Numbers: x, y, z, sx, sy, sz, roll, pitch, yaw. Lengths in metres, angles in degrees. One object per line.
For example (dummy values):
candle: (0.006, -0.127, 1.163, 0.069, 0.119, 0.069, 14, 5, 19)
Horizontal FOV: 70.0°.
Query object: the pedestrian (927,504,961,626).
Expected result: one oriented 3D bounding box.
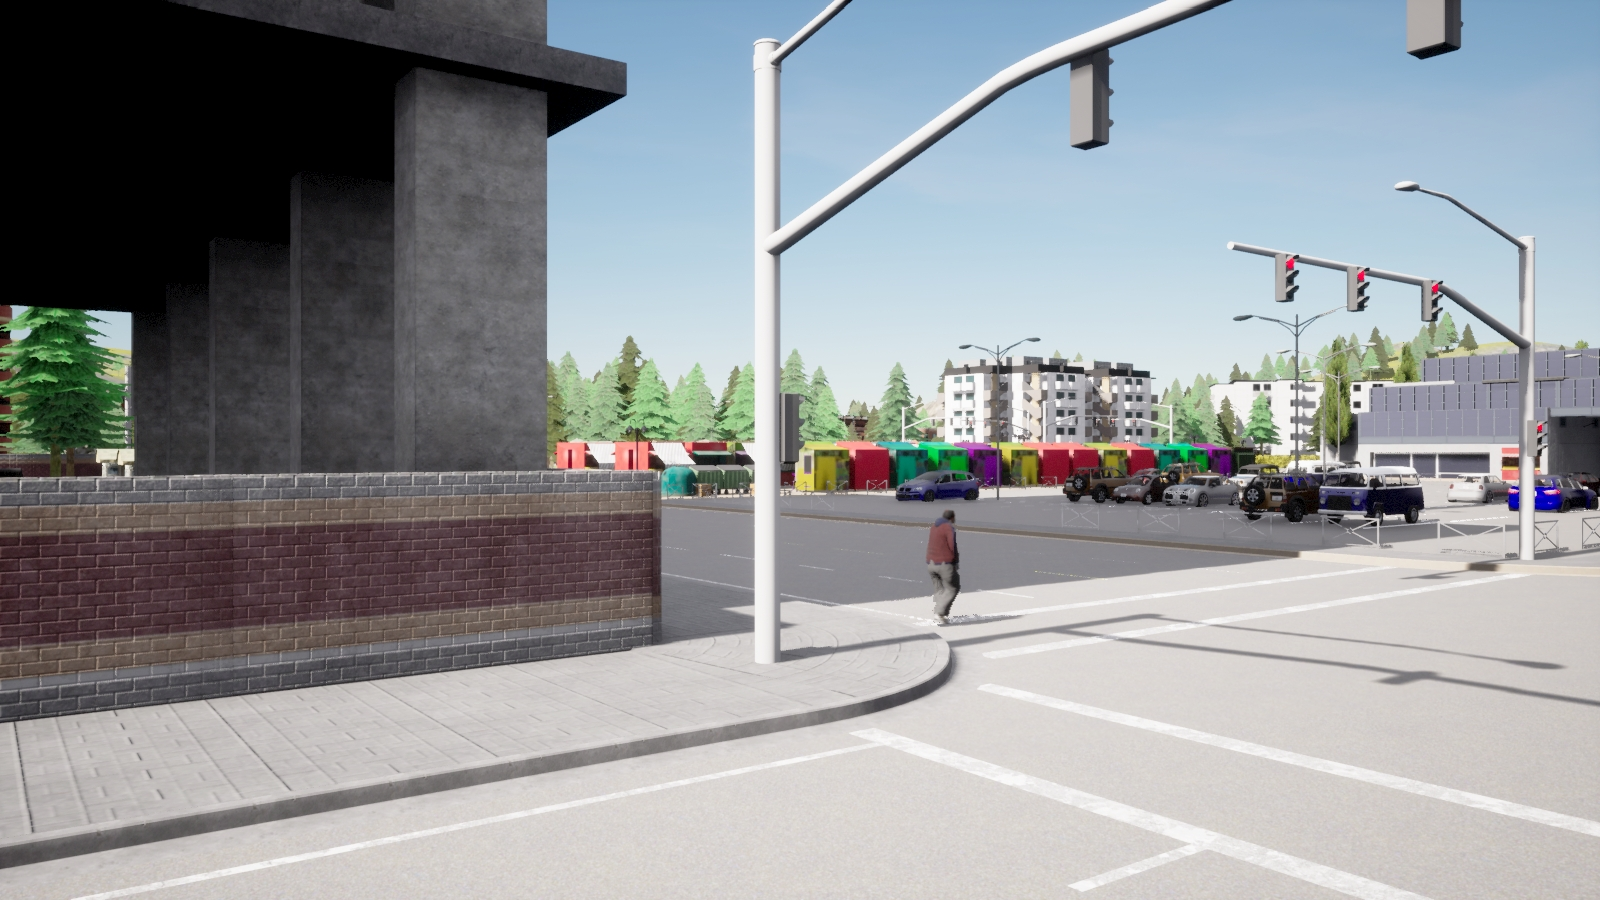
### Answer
pedestrian: (2.260, 1.793, 17.928, 0.375, 1.860, 0.375, 0, 0, -29)
